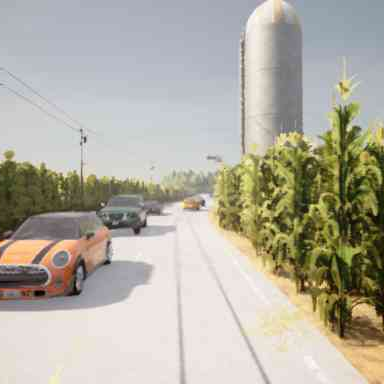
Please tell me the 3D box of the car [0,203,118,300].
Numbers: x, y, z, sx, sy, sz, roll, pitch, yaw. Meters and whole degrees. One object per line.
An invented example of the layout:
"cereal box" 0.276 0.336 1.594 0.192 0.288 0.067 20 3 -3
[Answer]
"car" -3.476 1.339 8.539 2.097 1.767 4.553 0 0 -2

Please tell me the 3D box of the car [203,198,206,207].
"car" 1.022 1.448 50.419 2.033 1.411 5.357 0 0 7

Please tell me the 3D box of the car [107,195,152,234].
"car" -3.841 1.188 19.208 2.150 2.045 5.566 0 0 -2

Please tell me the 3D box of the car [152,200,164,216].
"car" -3.870 1.505 31.789 1.994 1.385 4.181 0 0 2

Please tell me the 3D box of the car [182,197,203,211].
"car" -0.032 1.400 39.760 1.882 1.535 5.008 0 0 4
